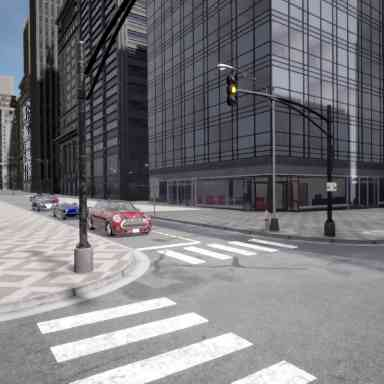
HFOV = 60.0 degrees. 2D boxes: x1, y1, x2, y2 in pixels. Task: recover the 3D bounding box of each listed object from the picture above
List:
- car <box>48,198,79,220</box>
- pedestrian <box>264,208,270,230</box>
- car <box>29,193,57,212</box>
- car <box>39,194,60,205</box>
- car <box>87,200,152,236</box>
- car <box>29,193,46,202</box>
[{"bbox_3d":[-9.605,1.390,26.081,1.895,1.301,4.718,-1,1,-34],"label":"car"},{"bbox_3d":[3.897,1.374,17.288,0.500,1.100,0.500,0,0,-34],"label":"pedestrian"},{"bbox_3d":[-15.427,1.179,34.672,2.128,1.511,4.902,-1,1,-34],"label":"car"},{"bbox_3d":[-20.554,1.063,47.894,1.994,1.385,4.181,-1,1,-34],"label":"car"},{"bbox_3d":[-3.927,1.234,17.701,2.097,1.767,4.553,-1,1,-34],"label":"car"},{"bbox_3d":[-26.107,0.883,56.059,1.837,1.490,4.892,-1,1,-34],"label":"car"}]
